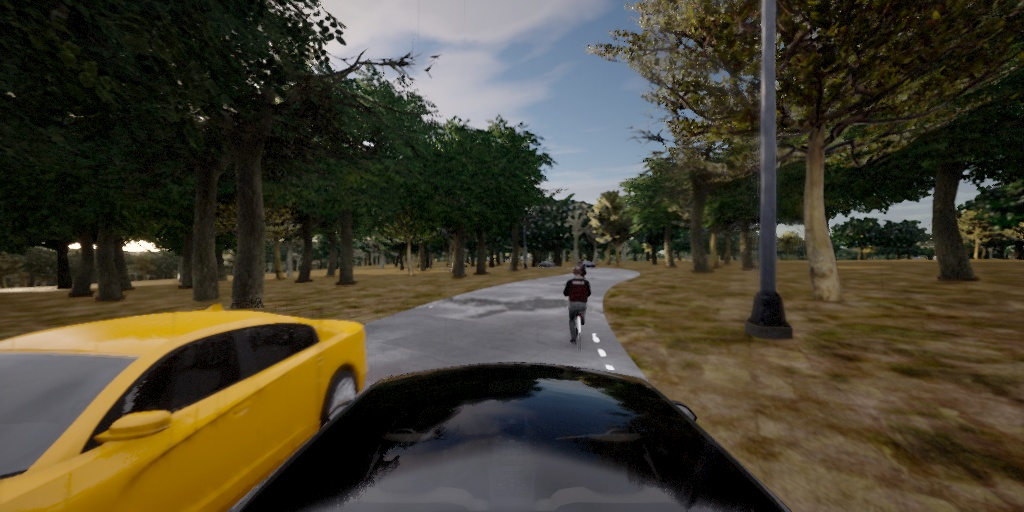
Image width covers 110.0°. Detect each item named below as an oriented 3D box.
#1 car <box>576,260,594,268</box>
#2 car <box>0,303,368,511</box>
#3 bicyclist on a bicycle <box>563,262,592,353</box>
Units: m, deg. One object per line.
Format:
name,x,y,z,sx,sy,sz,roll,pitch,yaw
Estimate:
car,12.981,1.467,63.685,1.994,1.385,4.181,0,-1,-12
car,-2.874,1.226,2.613,1.882,1.535,5.008,0,0,3
bicyclist on a bicycle,1.444,1.113,7.940,0.659,1.776,1.843,0,0,7
